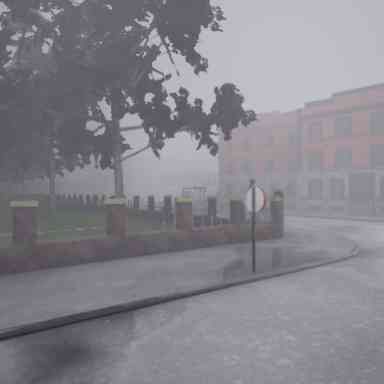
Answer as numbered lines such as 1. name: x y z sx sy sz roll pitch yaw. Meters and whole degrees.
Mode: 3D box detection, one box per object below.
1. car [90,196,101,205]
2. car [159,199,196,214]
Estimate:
1. car: -14.881 1.380 51.403 1.837 1.490 4.892 0 0 -35
2. car: -1.510 1.399 32.506 1.812 1.442 4.674 -1 0 -35
